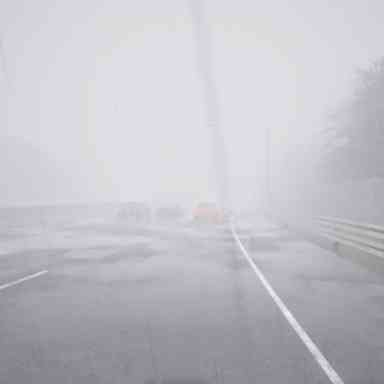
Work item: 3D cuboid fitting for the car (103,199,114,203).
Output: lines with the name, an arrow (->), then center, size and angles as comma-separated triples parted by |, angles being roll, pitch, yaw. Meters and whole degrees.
car -> -14.113, 2.185, 61.822 | 1.812, 1.442, 4.674 | 0, -1, 11

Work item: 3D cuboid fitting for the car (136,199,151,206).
car -> -11.226, 2.418, 77.377 | 2.033, 1.411, 5.357 | 0, -1, 10

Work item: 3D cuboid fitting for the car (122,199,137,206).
car -> -14.668, 2.366, 78.012 | 1.837, 1.490, 4.892 | 0, -1, 10

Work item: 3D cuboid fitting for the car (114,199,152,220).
car -> -5.367, 1.664, 32.037 | 2.097, 1.767, 4.553 | 0, -1, 10

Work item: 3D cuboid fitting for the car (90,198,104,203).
car -> -17.547, 2.002, 62.490 | 2.097, 1.767, 4.553 | 0, -1, 11

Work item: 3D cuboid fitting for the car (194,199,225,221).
car -> 1.516, 1.689, 30.763 | 2.097, 1.767, 4.553 | 0, -1, 10

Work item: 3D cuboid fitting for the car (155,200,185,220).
car -> -1.917, 1.802, 31.446 | 1.882, 1.535, 5.008 | 0, -1, 10
